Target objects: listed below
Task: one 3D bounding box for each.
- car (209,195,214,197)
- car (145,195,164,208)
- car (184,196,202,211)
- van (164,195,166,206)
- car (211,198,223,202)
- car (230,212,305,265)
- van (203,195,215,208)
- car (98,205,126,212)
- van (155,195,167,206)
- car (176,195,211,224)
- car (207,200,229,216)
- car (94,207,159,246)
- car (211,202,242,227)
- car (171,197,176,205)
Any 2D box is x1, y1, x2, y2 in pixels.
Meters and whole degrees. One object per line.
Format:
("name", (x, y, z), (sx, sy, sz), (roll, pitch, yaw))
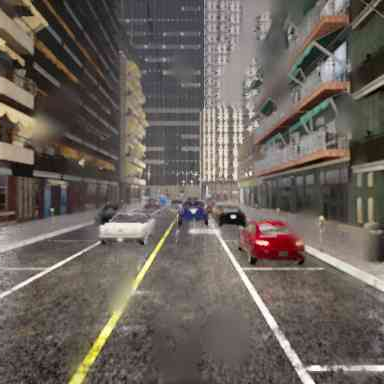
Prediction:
("car", (2.570, 1.493, 45.566), (1.967, 1.590, 4.097), (0, 0, 0))
("car", (-5.310, 1.494, 45.560), (1.967, 1.590, 4.097), (0, 0, 0))
("car", (0.101, 1.396, 41.378), (2.097, 1.767, 4.553), (0, 0, 0))
("van", (-5.310, 1.408, 51.250), (1.690, 1.788, 3.998), (0, 0, 0))
("car", (2.570, 1.547, 28.668), (1.752, 1.417, 4.829), (0, 0, 0))
("car", (2.570, 1.587, 11.428), (1.802, 1.307, 4.206), (0, 0, 0))
("van", (2.570, 1.408, 51.256), (1.690, 1.788, 3.998), (0, 0, 0))
("car", (-5.310, 1.580, 22.801), (1.947, 1.339, 4.313), (0, 0, 0))
("van", (-5.310, 1.423, 56.940), (1.690, 1.788, 3.998), (0, 0, 0))
("car", (0.100, 1.370, 24.855), (2.097, 1.767, 4.553), (0, 0, 0))
("car", (2.570, 1.575, 34.186), (1.887, 1.381, 4.507), (0, 0, 0))
("car", (-2.850, 1.608, 15.474), (1.895, 1.301, 4.718), (0, 0, 0))
("car", (2.570, 1.580, 22.808), (1.947, 1.339, 4.313), (0, 0, 0))
("car", (-2.752, 1.665, 61.877), (1.994, 1.385, 4.181), (0, 0, 0))
